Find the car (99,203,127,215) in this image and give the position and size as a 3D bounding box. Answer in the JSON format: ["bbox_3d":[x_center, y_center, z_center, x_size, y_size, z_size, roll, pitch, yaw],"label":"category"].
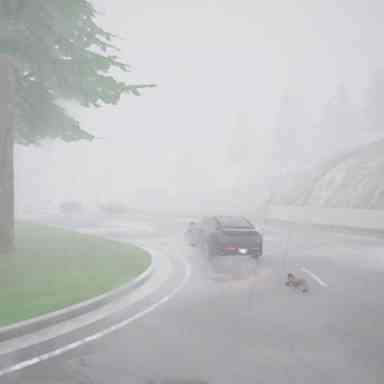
[{"bbox_3d":[-9.127,1.865,38.057,1.895,1.301,4.718,1,-1,-32],"label":"car"}]

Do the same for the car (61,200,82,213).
[{"bbox_3d":[-14.936,1.767,41.028,1.837,1.490,4.892,1,0,-30],"label":"car"}]

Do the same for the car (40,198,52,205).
[{"bbox_3d":[-30.242,1.967,68.898,1.994,1.385,4.181,1,-1,-28],"label":"car"}]

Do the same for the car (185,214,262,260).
[{"bbox_3d":[1.097,1.617,12.984,1.837,1.490,4.892,2,0,-13],"label":"car"}]
